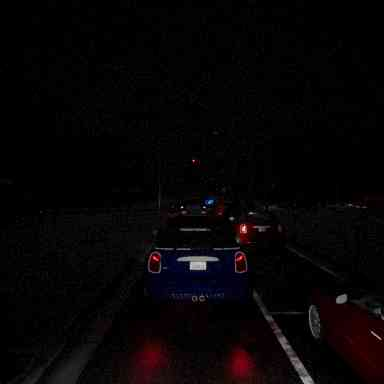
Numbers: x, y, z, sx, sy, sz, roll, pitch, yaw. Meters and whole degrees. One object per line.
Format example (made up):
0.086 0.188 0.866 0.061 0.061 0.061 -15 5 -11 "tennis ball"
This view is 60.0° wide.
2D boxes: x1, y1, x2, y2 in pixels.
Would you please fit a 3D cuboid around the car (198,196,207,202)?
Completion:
2.637 1.664 83.985 1.887 1.381 4.507 -1 0 0 "car"

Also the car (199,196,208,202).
2.636 1.654 78.579 2.008 1.369 4.403 -1 0 0 "car"

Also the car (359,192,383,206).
22.527 0.764 39.884 4.553 1.767 2.097 -1 1 0 "car"

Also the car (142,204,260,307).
0.070 1.352 8.130 2.097 1.767 4.553 0 0 -1 "car"

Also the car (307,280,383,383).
2.629 1.581 3.576 1.802 1.307 4.206 -1 0 0 "car"

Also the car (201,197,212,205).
2.635 1.644 62.359 1.802 1.307 4.206 -1 0 0 "car"

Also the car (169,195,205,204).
-0.953 1.520 40.902 2.128 1.511 4.902 0 0 33 "car"

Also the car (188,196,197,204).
0.112 1.593 64.761 1.812 1.442 4.674 0 0 0 "car"

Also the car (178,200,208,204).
0.105 1.572 25.477 1.994 1.385 4.181 0 0 -1 "car"

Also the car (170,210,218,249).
0.096 1.602 15.465 1.895 1.301 4.718 0 0 0 "car"

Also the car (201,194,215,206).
2.631 1.366 56.953 2.192 1.841 5.009 -1 0 0 "car"

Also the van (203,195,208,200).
2.631 1.382 51.547 1.690 1.788 3.998 -1 0 0 "van"

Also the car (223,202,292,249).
2.629 1.441 14.381 1.967 1.590 4.097 -1 0 0 "car"

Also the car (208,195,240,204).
2.628 1.323 25.186 2.192 1.841 5.009 -1 0 0 "car"

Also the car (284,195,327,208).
13.575 1.132 39.883 4.892 1.490 1.837 -1 1 0 "car"

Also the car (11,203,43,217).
-19.206 2.022 36.914 4.902 1.511 2.128 -2 1 0 "car"

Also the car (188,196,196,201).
0.011 1.730 88.831 1.895 1.301 4.718 0 0 0 "car"
